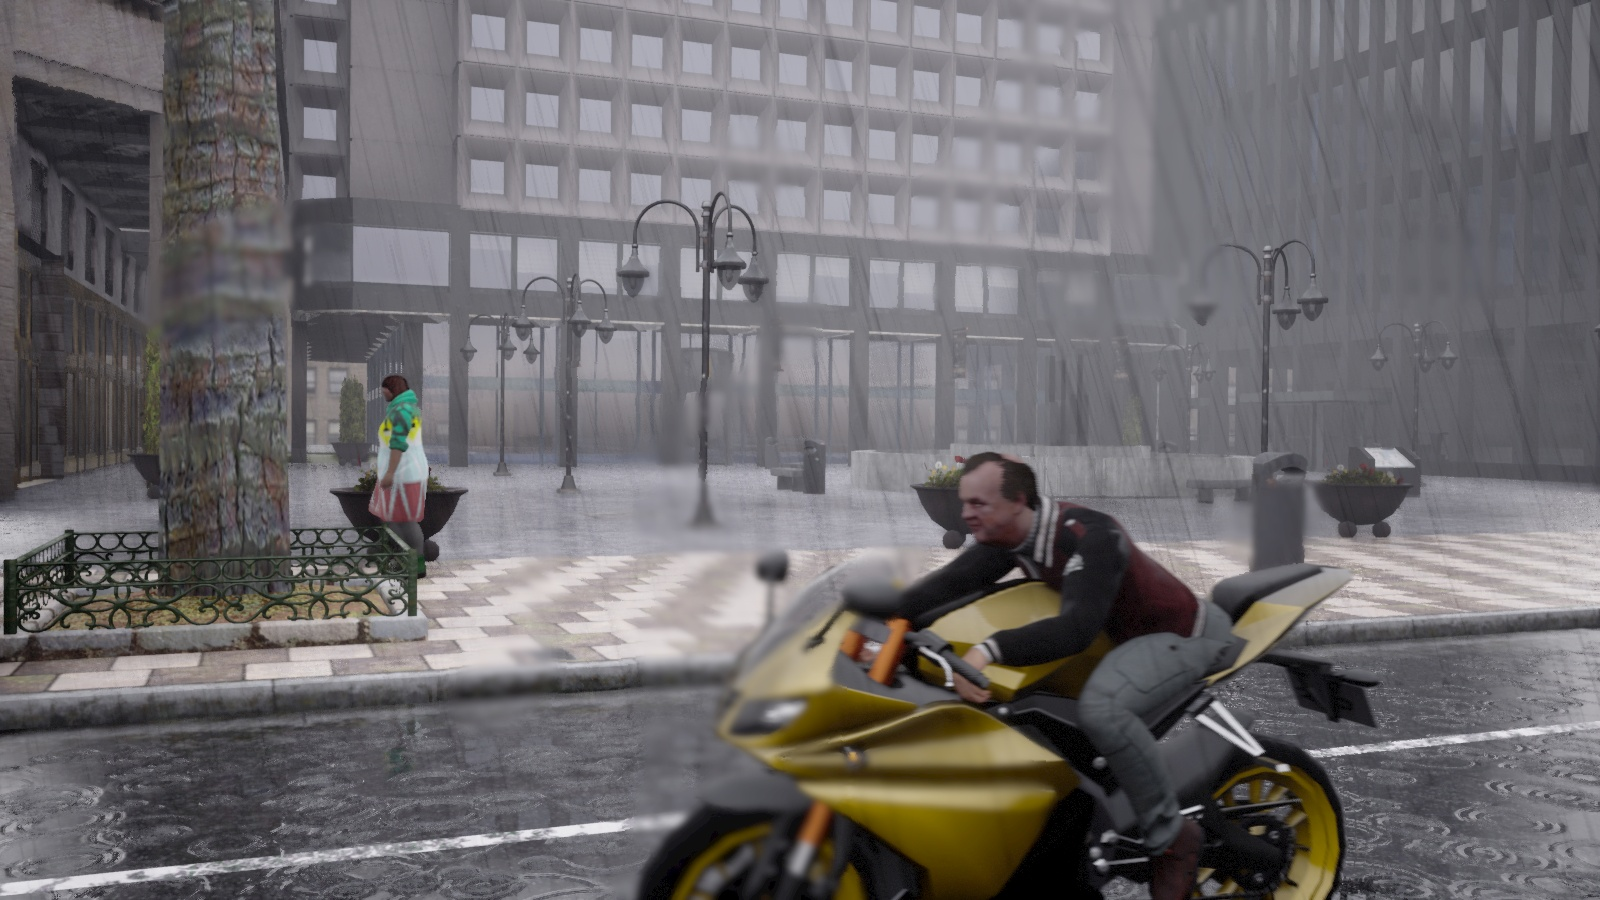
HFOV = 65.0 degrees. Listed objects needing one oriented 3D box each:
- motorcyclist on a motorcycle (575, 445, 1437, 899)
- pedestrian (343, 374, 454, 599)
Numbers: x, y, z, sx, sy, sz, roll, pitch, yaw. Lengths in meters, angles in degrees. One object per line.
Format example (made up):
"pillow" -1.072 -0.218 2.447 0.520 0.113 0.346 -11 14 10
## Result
"motorcyclist on a motorcycle" 0.565 0.771 3.456 2.191 1.530 0.866 -1 1 -21
"pedestrian" -3.601 0.309 11.317 0.873 1.952 0.659 -1 1 -13
